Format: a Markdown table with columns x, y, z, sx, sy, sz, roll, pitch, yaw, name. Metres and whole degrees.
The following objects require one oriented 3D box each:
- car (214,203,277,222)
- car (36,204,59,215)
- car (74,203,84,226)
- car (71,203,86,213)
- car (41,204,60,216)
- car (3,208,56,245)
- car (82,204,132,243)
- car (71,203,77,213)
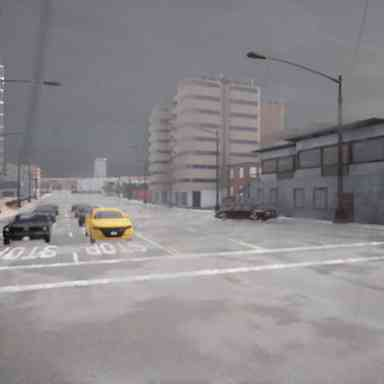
| x | y | z | sx | sy | sz | roll | pitch | yaw | name |
| --- | --- | --- | --- | --- | --- | --- | --- | --- | --- |
| 4.532 | 1.779 | 28.559 | 5.357 | 1.411 | 2.033 | -1 | -2 | 38 | car |
| -12.774 | 1.863 | 28.923 | 2.033 | 1.411 | 5.357 | 0 | -1 | -21 | car |
| -7.550 | 1.779 | 25.119 | 1.994 | 1.385 | 4.181 | 0 | -1 | -22 | car |
| -16.994 | 2.342 | 49.680 | 1.895 | 1.301 | 4.718 | 0 | -1 | -21 | car |
| -17.476 | 2.165 | 41.089 | 1.994 | 1.385 | 4.181 | 0 | -1 | -21 | car |
| -7.782 | 1.679 | 16.074 | 1.895 | 1.301 | 4.718 | 0 | -1 | -21 | car |
| -4.296 | 1.558 | 16.759 | 1.882 | 1.535 | 5.008 | 0 | -1 | -21 | car |
| -11.398 | 1.989 | 35.054 | 2.033 | 1.411 | 5.357 | 0 | -1 | -21 | car |
